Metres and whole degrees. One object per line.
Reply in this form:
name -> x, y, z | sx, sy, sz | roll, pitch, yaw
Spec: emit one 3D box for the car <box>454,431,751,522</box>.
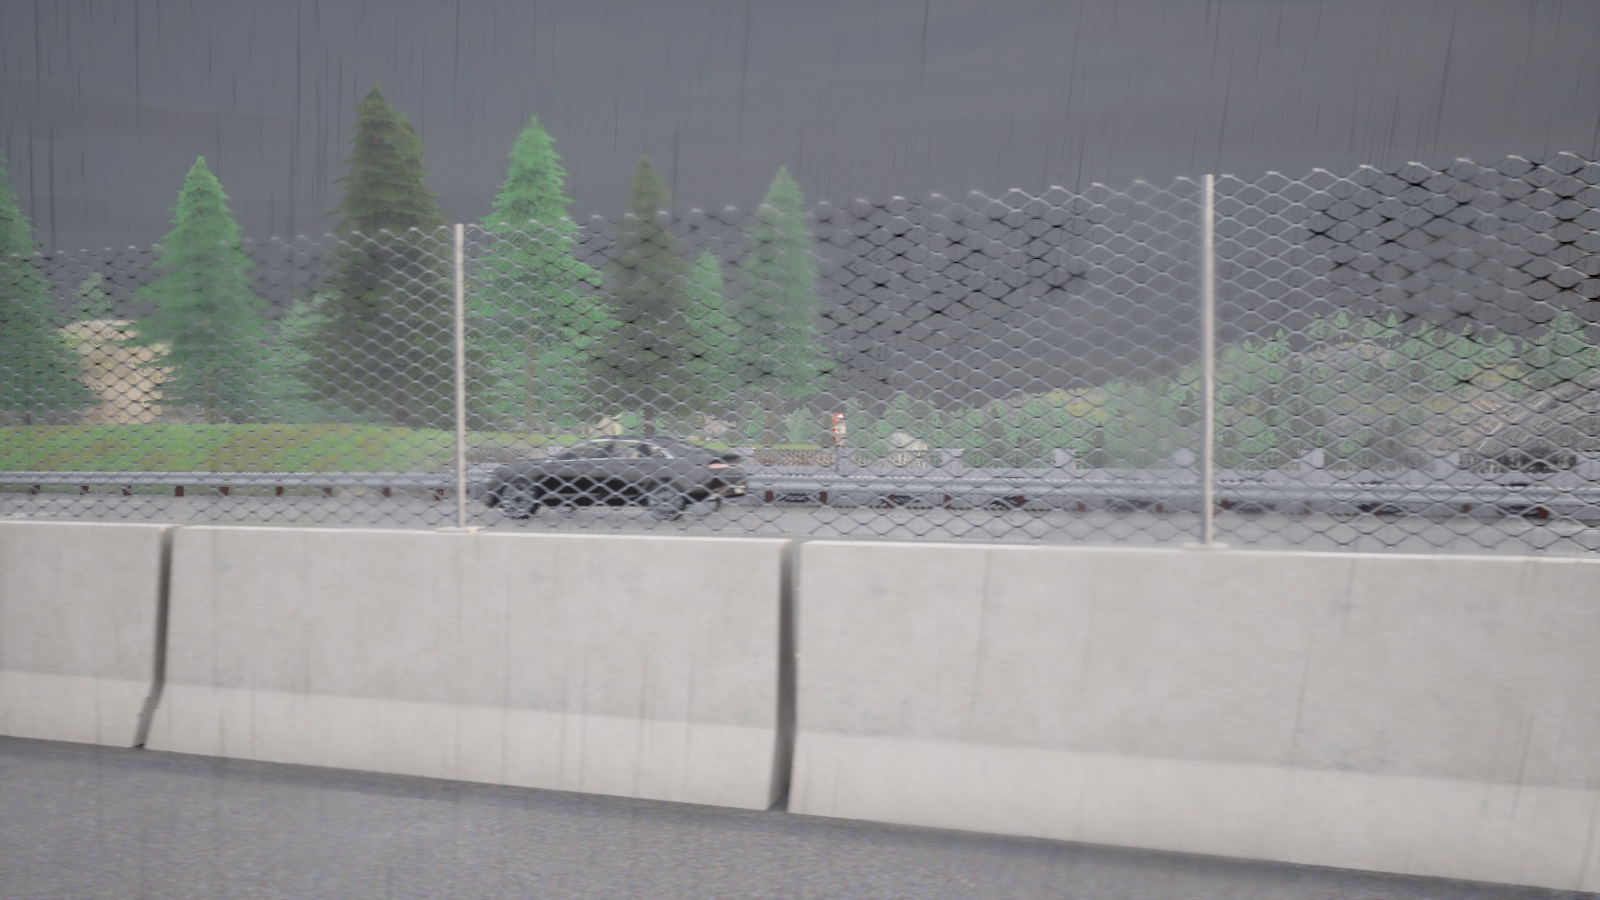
car -> -3.563, 0.415, 22.854 | 4.902, 1.511, 2.128 | 0, 1, 19
